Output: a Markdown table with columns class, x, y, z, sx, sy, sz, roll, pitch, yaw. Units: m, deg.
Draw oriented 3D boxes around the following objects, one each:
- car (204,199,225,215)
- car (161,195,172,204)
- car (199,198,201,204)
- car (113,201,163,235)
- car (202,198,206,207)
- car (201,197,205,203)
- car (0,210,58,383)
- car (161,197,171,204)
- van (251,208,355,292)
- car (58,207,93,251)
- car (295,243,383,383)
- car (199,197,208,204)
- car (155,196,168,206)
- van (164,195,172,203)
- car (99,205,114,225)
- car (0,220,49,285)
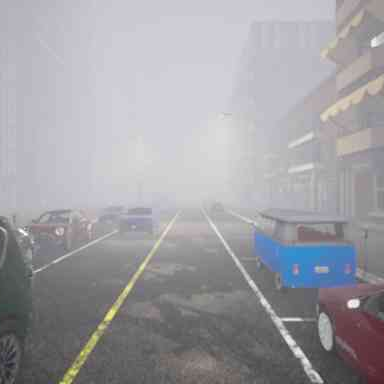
| class | x | y | z | sx | sy | sz | roll | pitch | yaw |
| --- | --- | --- | --- | --- | --- | --- | --- | --- | --- |
| car | 2.627 | 1.717 | 36.339 | 1.947 | 1.339 | 4.313 | 0 | 0 | 0 |
| car | -5.814 | 1.638 | 69.462 | 2.192 | 1.841 | 5.009 | 0 | 0 | 0 |
| car | 2.588 | 1.804 | 58.430 | 1.887 | 1.381 | 4.507 | 0 | 0 | 0 |
| car | -3.031 | 1.561 | 19.756 | 1.882 | 1.535 | 5.008 | 0 | 0 | 0 |
| car | 2.617 | 1.703 | 42.031 | 1.752 | 1.417 | 4.829 | 0 | 0 | 0 |
| car | 2.606 | 1.730 | 47.554 | 1.752 | 1.417 | 4.829 | 0 | 0 | 0 |
| car | -3.001 | 1.232 | 1.931 | 2.150 | 2.045 | 5.566 | 0 | 0 | 0 |
| car | -5.822 | 1.919 | 74.984 | 1.947 | 1.339 | 4.313 | 0 | 0 | 0 |
| van | 2.675 | 1.375 | 8.724 | 1.690 | 1.788 | 3.998 | 0 | 0 | 0 |
| car | -5.716 | 1.503 | 14.234 | 1.967 | 1.590 | 4.097 | 0 | 0 | 0 |
| car | 2.685 | 1.556 | 3.201 | 1.887 | 1.381 | 4.507 | 0 | 0 | 0 |
| car | 2.558 | 1.891 | 74.998 | 1.887 | 1.381 | 4.507 | 0 | 0 | 0 |
| car | -5.792 | 1.832 | 58.416 | 1.947 | 1.339 | 4.313 | 0 | 0 | 0 |
| van | -5.833 | 1.724 | 80.508 | 1.690 | 1.788 | 3.998 | 0 | 0 | 0 |
| car | -5.734 | 1.674 | 25.279 | 1.947 | 1.339 | 4.313 | 0 | 0 | 0 |
| car | -5.705 | 1.591 | 8.710 | 2.008 | 1.369 | 4.403 | 0 | 0 | 0 |
